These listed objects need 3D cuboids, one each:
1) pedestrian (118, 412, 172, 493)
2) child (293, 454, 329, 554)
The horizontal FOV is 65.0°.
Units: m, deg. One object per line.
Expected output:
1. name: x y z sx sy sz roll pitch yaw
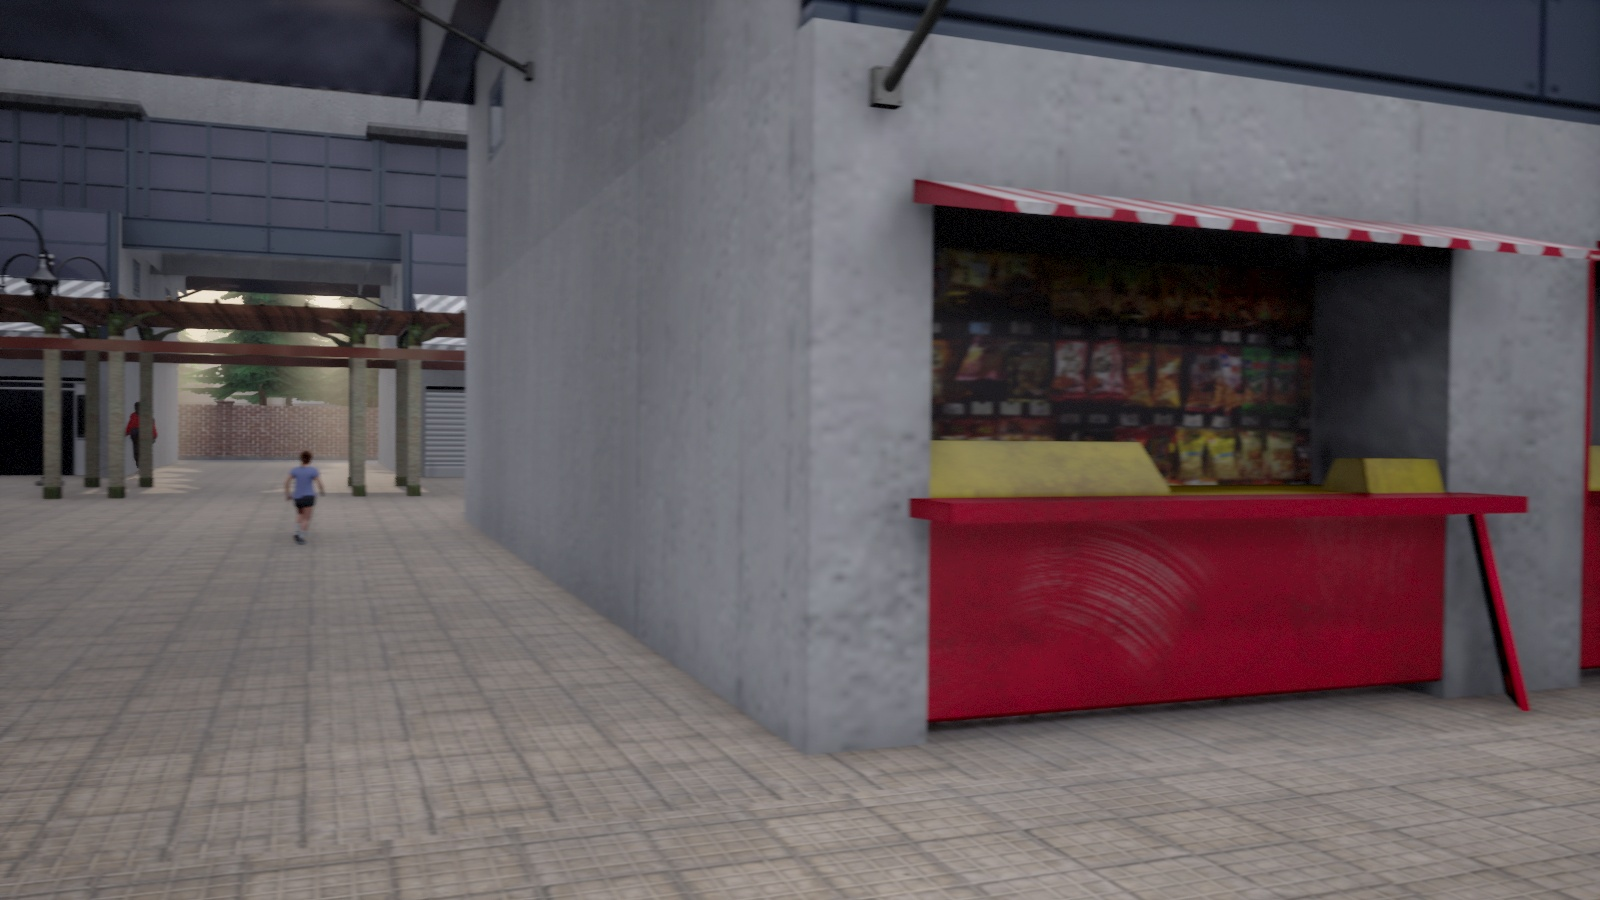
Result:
1. pedestrian: -15.202 0.049 29.161 0.634 1.844 0.899 0 1 23
2. child: -5.536 0.607 14.227 0.255 1.110 0.394 -1 1 -3
